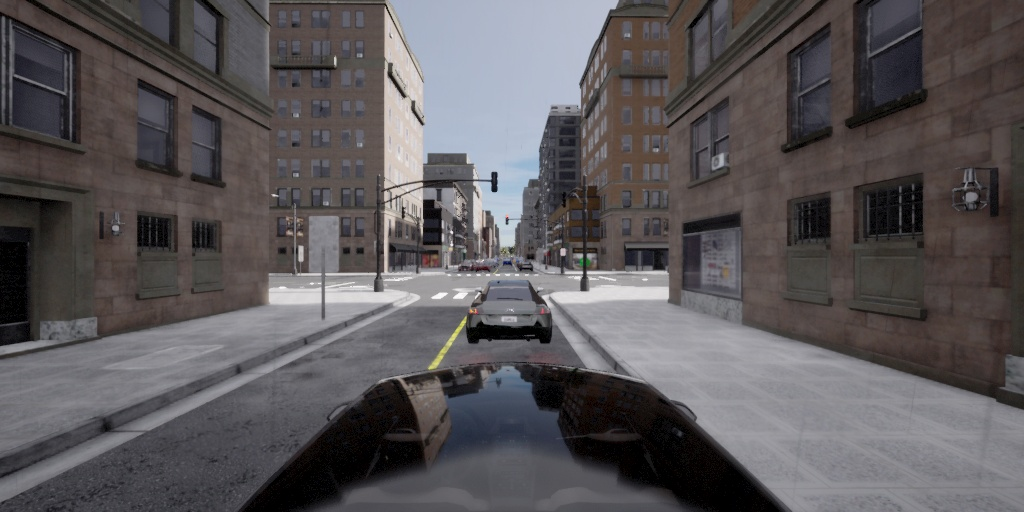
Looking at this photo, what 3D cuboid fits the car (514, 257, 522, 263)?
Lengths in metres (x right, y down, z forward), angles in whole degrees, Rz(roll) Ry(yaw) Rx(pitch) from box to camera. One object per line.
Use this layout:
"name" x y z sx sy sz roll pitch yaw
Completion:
"car" 1.764 1.395 65.240 1.948 1.339 4.313 0 0 0

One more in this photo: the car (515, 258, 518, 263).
"car" 1.809 1.399 59.730 1.802 1.307 4.207 0 0 0

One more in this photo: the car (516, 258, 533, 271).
"car" 1.899 1.362 48.708 1.948 1.339 4.313 0 0 0

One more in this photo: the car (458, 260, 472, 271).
"car" -6.125 1.236 48.643 1.967 1.591 4.097 0 0 0

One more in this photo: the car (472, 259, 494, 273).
"car" -3.536 1.390 44.313 1.895 1.301 4.718 0 0 -1

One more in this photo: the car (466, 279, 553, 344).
"car" -0.071 1.315 9.636 1.994 1.385 4.181 0 0 0

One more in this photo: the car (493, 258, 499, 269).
"car" -3.654 1.379 58.643 1.994 1.385 4.181 0 0 0
